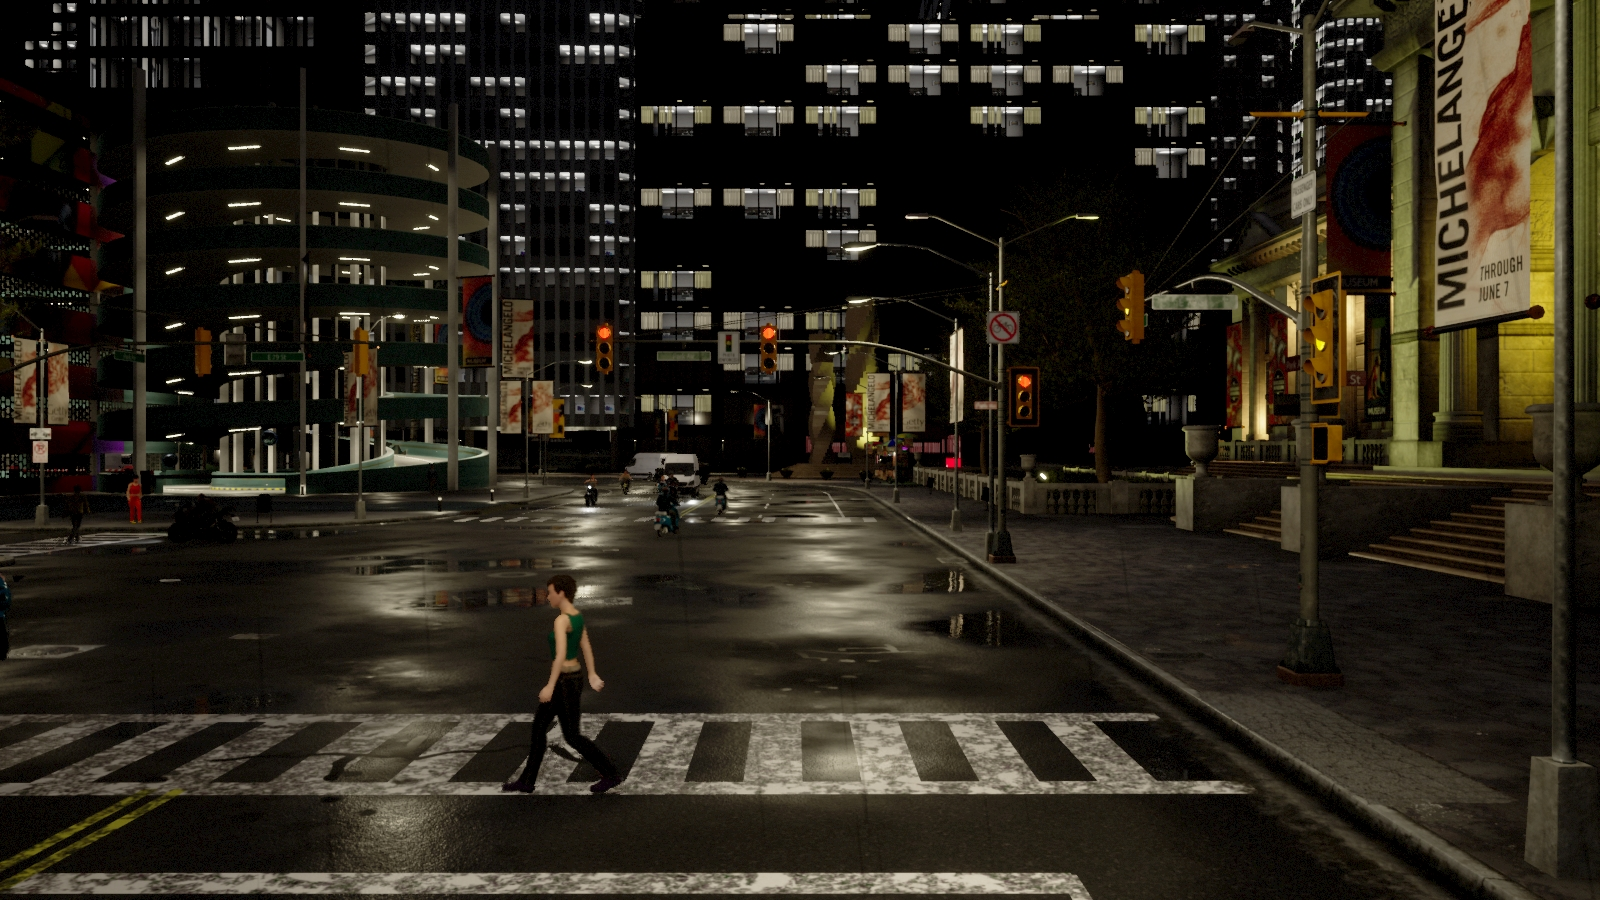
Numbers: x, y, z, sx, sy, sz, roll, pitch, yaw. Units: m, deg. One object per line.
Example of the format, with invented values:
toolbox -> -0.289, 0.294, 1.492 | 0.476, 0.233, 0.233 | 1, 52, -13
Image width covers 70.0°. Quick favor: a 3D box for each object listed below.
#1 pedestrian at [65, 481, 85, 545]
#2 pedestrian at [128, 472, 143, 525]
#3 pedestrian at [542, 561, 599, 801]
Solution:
pedestrian -> -21.451, 1.848, 33.810 | 0.375, 1.860, 0.375 | 0, 0, -13
pedestrian -> -23.505, 1.696, 40.425 | 0.375, 1.860, 0.375 | 0, 0, -45
pedestrian -> -1.850, 1.849, 9.249 | 0.375, 1.860, 0.375 | 0, 0, 2
